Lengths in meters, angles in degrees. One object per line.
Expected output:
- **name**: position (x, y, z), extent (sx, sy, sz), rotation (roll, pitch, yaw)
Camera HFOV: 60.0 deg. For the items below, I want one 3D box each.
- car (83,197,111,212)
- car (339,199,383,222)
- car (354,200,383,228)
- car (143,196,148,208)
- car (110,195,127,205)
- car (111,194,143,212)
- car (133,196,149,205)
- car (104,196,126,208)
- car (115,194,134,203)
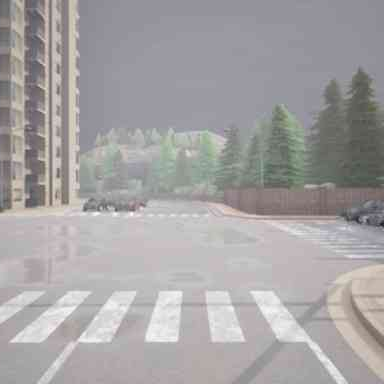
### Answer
- **car**: position (-10.526, 1.350, 36.640), extent (1.837, 1.490, 4.892), rotation (0, 0, 0)
- **car**: position (13.000, 1.307, 23.688), extent (4.553, 1.767, 2.097), rotation (0, 0, 0)
- **car**: position (12.952, 1.461, 20.190), extent (4.902, 1.511, 2.128), rotation (0, 0, 0)
- **car**: position (-7.158, 1.354, 45.731), extent (2.033, 1.411, 5.357), rotation (0, 0, -2)
- **car**: position (-12.586, 1.308, 56.607), extent (2.033, 1.411, 5.357), rotation (0, 0, -20)
- **car**: position (-7.030, 1.199, 36.256), extent (2.097, 1.767, 4.553), rotation (0, 0, 0)
- **car**: position (-8.596, 1.366, 55.575), extent (1.895, 1.301, 4.718), rotation (0, 0, -17)
- **car**: position (-10.645, 1.351, 46.379), extent (2.033, 1.411, 5.357), rotation (0, 0, -3)
- **car**: position (-13.199, 1.231, 64.852), extent (1.837, 1.490, 4.892), rotation (0, 0, -37)
